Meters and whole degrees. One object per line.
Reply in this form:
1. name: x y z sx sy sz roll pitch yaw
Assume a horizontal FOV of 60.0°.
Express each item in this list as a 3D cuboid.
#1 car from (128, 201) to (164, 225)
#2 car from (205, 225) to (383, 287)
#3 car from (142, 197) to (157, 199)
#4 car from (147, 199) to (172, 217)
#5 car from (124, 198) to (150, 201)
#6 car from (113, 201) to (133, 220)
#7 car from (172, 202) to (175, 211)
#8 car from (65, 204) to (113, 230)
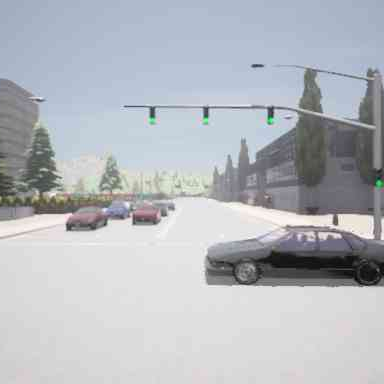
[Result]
1. car: -3.603 1.755 26.926 1.882 1.535 5.008 0 -1 0
2. car: 3.037 1.643 9.088 5.357 1.411 2.033 0 -1 2
3. car: -7.012 1.680 59.138 2.097 1.767 4.553 0 -1 0
4. car: -3.602 1.879 36.420 1.837 1.490 4.892 0 0 0
5. car: -7.093 1.941 43.885 2.128 1.511 4.902 0 0 0
6. car: -7.103 1.854 31.843 1.812 1.442 4.674 0 0 0
7. car: -3.568 2.076 49.879 1.994 1.385 4.181 0 -1 1
8. car: -7.104 1.762 22.939 1.812 1.442 4.674 0 -1 0
